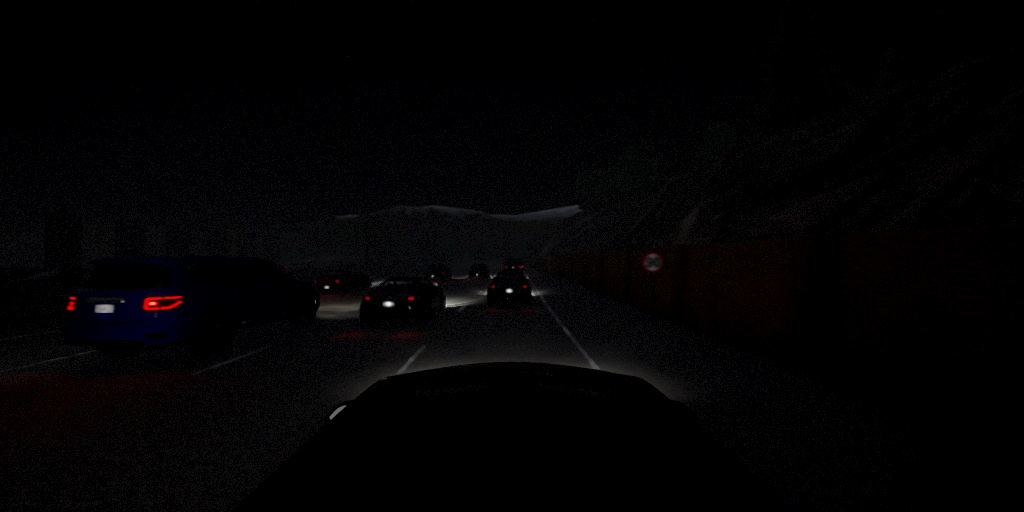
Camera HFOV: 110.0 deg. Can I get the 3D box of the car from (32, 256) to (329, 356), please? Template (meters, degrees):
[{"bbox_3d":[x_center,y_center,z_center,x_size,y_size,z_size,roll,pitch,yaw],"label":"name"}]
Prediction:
[{"bbox_3d":[-7.135,1.030,8.948,2.150,2.045,5.566,0,0,0],"label":"car"}]

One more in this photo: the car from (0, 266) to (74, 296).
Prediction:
[{"bbox_3d":[-28.291,1.379,19.814,2.128,1.511,4.902,0,-1,1],"label":"car"}]

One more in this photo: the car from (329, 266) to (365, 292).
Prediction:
[{"bbox_3d":[-10.582,1.522,22.776,1.895,1.301,4.718,0,0,1],"label":"car"}]

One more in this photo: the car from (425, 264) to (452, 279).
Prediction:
[{"bbox_3d":[-6.919,1.523,33.892,1.837,1.490,4.892,0,0,1],"label":"car"}]

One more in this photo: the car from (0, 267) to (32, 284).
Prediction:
[{"bbox_3d":[-24.776,1.414,19.713,1.812,1.442,4.674,0,-1,1],"label":"car"}]

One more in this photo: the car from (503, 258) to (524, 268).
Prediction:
[{"bbox_3d":[0.151,1.290,39.378,2.150,2.045,5.566,0,0,0],"label":"car"}]

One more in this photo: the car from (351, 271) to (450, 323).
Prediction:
[{"bbox_3d":[-3.633,1.404,12.555,1.994,1.385,4.181,0,0,0],"label":"car"}]

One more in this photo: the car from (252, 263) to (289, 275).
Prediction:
[{"bbox_3d":[-31.480,1.677,46.958,1.994,1.385,4.181,0,0,0],"label":"car"}]

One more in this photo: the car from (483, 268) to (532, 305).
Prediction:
[{"bbox_3d":[-0.102,1.443,17.048,1.994,1.385,4.181,0,0,0],"label":"car"}]

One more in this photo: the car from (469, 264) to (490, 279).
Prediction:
[{"bbox_3d":[-3.376,1.555,37.521,1.837,1.490,4.892,0,0,1],"label":"car"}]
